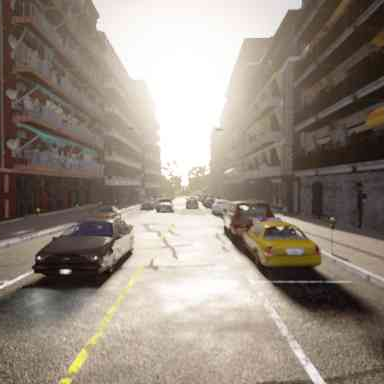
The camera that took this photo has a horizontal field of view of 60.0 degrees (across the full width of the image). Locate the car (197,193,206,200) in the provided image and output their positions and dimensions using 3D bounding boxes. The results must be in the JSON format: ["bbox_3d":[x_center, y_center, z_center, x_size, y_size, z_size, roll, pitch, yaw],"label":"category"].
[{"bbox_3d":[2.697,1.293,93.707,2.192,1.841,5.009,-1,0,0],"label":"car"}]

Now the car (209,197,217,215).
[{"bbox_3d":[3.009,1.519,34.225,1.812,1.442,4.674,0,0,0],"label":"car"}]

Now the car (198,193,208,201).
[{"bbox_3d":[2.694,1.296,82.658,2.192,1.841,5.009,-1,0,0],"label":"car"}]

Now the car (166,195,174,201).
[{"bbox_3d":[-5.681,1.505,87.967,1.752,1.417,4.829,-1,0,0],"label":"car"}]

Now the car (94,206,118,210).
[{"bbox_3d":[-5.697,1.577,21.847,1.802,1.307,4.206,-1,0,0],"label":"car"}]

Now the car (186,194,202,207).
[{"bbox_3d":[0.039,1.481,49.952,2.128,1.511,4.902,0,0,1],"label":"car"}]

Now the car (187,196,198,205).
[{"bbox_3d":[0.016,1.464,59.736,1.882,1.535,5.008,0,0,0],"label":"car"}]

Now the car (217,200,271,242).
[{"bbox_3d":[2.681,1.312,16.367,2.192,1.841,5.009,-1,0,0],"label":"car"}]

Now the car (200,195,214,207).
[{"bbox_3d":[2.690,1.555,49.513,1.947,1.339,4.313,-1,0,0],"label":"car"}]

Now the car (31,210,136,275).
[{"bbox_3d":[-3.052,1.545,10.719,2.033,1.411,5.357,0,0,0],"label":"car"}]

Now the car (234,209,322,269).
[{"bbox_3d":[2.689,1.523,11.013,1.752,1.417,4.829,-1,0,0],"label":"car"}]

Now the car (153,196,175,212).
[{"bbox_3d":[-3.079,1.517,38.244,1.812,1.442,4.674,0,0,0],"label":"car"}]

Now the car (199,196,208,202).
[{"bbox_3d":[2.697,1.565,77.134,1.802,1.307,4.206,-1,0,0],"label":"car"}]

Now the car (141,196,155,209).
[{"bbox_3d":[-5.691,1.541,43.944,2.008,1.369,4.403,-1,0,0],"label":"car"}]

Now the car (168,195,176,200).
[{"bbox_3d":[-5.678,1.543,93.660,1.947,1.339,4.313,-1,0,0],"label":"car"}]

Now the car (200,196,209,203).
[{"bbox_3d":[2.695,1.509,71.780,1.752,1.417,4.829,-1,0,0],"label":"car"}]

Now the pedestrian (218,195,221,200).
[{"bbox_3d":[3.011,1.286,37.045,0.375,1.860,0.375,-1,1,0],"label":"pedestrian"}]

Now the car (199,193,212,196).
[{"bbox_3d":[2.687,1.303,55.037,2.192,1.841,5.009,-1,0,0],"label":"car"}]
